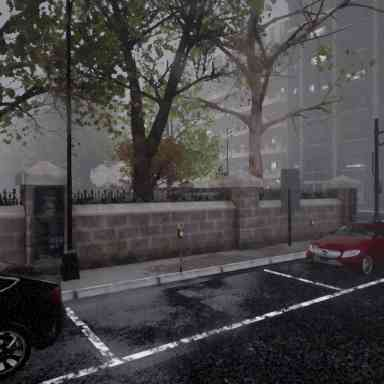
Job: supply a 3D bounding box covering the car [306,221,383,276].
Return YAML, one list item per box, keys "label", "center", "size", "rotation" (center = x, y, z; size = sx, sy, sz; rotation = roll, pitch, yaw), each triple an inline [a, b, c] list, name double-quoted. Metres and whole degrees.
- label: "car"
  center: [5.319, 1.581, 10.251]
  size: [4.206, 1.307, 1.802]
  rotation: [0, 0, -35]

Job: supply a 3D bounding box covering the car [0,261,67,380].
- label: "car"
  center: [-3.757, 1.566, 3.912]
  size: [4.313, 1.339, 1.947]
  rotation: [0, 0, -35]
